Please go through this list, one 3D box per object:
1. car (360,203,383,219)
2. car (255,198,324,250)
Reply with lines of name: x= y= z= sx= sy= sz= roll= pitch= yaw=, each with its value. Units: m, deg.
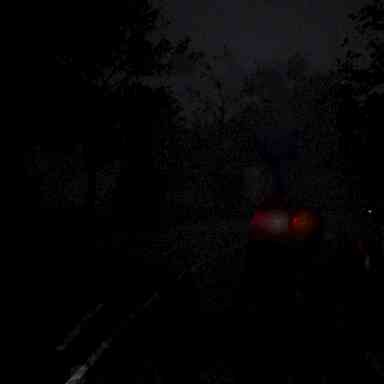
car: x=17.346 y=1.698 z=30.747 sx=4.181 sy=1.385 sz=1.994 roll=0 pitch=0 yaw=-39
car: x=4.512 y=1.267 z=14.979 sx=2.150 sy=2.045 sz=5.566 roll=0 pitch=0 yaw=28
